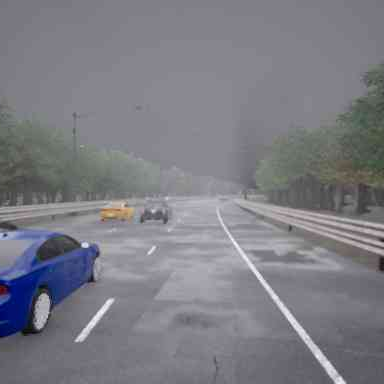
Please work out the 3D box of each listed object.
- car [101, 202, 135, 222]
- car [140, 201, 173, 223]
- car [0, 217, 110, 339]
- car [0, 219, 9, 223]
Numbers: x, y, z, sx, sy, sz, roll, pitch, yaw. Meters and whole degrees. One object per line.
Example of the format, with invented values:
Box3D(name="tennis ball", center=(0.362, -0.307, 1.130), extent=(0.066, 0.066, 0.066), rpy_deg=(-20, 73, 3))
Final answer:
Box3D(name="car", center=(-6.209, 1.621, 28.304), extent=(1.882, 1.535, 5.008), rpy_deg=(0, 0, 3))
Box3D(name="car", center=(-2.775, 1.490, 26.705), extent=(2.097, 1.767, 4.553), rpy_deg=(0, 0, 2))
Box3D(name="car", center=(-3.334, 1.511, 6.791), extent=(1.882, 1.535, 5.008), rpy_deg=(0, 0, 1))
Box3D(name="car", center=(-6.770, 1.578, 10.856), extent=(1.812, 1.442, 4.674), rpy_deg=(0, 0, 1))
